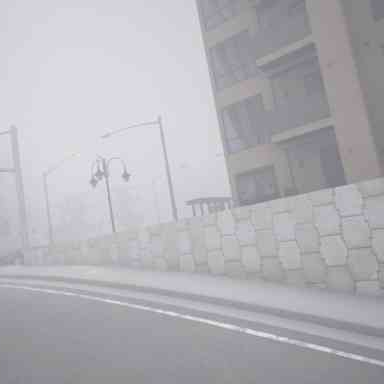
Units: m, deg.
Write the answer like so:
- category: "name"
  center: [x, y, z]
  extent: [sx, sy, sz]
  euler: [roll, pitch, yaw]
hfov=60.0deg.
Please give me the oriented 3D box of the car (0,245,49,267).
- category: "car"
  center: [-14.647, 5.690, 29.932]
  extent: [1.837, 1.490, 4.892]
  euler: [-15, -8, 35]
